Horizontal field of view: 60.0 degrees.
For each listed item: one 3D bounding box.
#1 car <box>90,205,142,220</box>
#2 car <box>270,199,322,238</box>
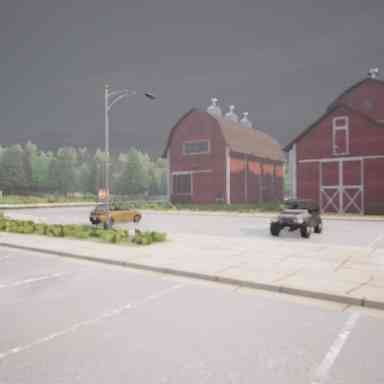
[{"bbox_3d":[-5.704,1.674,25.185,1.816,1.474,4.193,-1,0,35],"label":"car"},{"bbox_3d":[5.703,1.356,17.980,1.905,1.878,3.866,-1,0,35],"label":"car"}]
